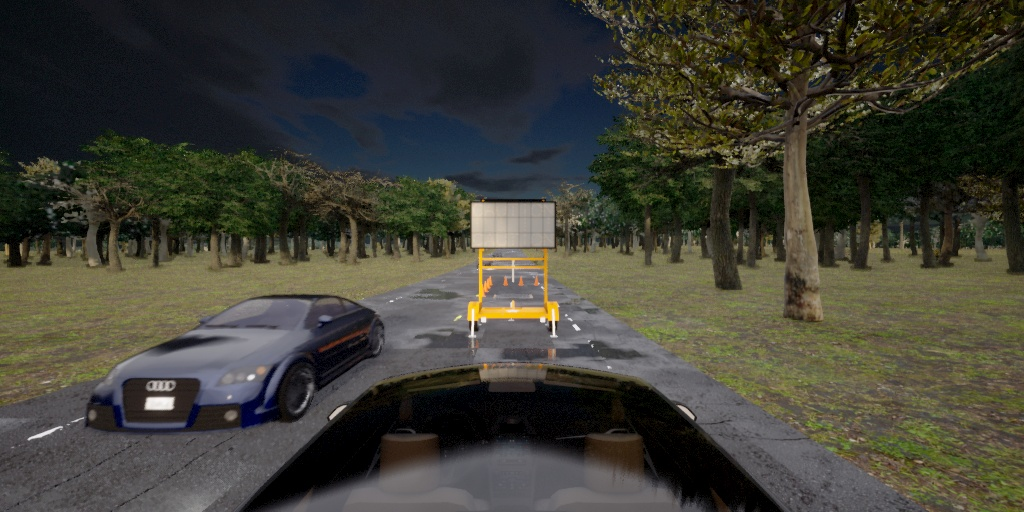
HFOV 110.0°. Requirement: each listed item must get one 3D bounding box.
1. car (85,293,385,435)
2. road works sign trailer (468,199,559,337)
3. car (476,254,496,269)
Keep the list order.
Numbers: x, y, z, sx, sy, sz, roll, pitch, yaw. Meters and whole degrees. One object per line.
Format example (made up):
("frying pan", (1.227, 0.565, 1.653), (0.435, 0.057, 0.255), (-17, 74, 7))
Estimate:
("car", (-3.582, 1.312, 5.644), (1.994, 1.385, 4.181), (0, 0, 0))
("road works sign trailer", (0.034, 0.198, 10.187), (2.380, 3.560, 2.880), (0, 0, 0))
("car", (-3.445, 0.804, 45.382), (1.837, 1.490, 4.892), (0, 1, 0))
